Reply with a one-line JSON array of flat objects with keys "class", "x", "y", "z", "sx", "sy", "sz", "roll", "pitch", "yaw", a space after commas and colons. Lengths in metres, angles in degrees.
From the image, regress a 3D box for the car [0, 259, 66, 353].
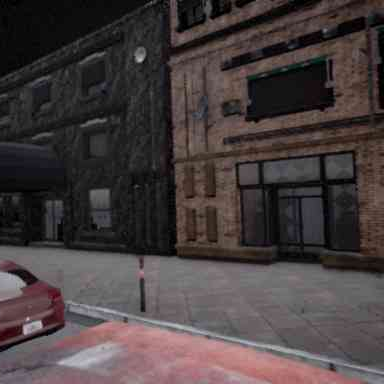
[{"class": "car", "x": -4.363, "y": 2.063, "z": 6.511, "sx": 4.674, "sy": 1.442, "sz": 1.812, "roll": -4, "pitch": -2, "yaw": 35}]
